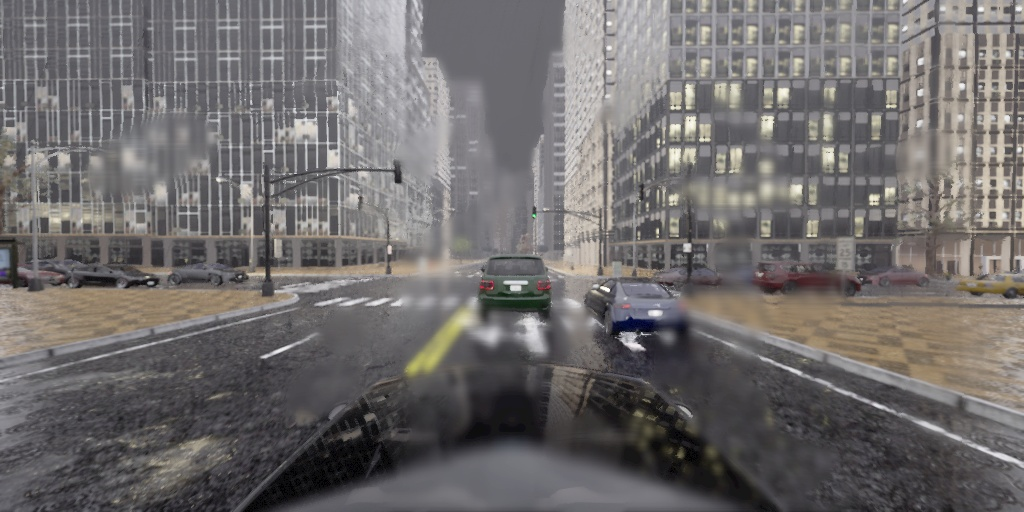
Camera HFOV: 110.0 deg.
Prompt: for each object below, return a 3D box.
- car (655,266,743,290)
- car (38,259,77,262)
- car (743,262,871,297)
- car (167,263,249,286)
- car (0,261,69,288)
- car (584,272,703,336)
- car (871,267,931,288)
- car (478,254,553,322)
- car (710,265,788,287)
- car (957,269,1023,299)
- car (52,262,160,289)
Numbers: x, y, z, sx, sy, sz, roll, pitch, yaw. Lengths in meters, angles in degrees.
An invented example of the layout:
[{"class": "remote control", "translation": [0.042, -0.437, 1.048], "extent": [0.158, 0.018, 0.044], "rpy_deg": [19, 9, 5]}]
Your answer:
[{"class": "car", "translation": [11.946, 1.393, 23.227], "extent": [5.357, 1.411, 2.033], "rpy_deg": [1, 1, 5]}, {"class": "car", "translation": [-29.436, 0.977, 23.287], "extent": [4.902, 1.511, 2.128], "rpy_deg": [1, 1, 1]}, {"class": "car", "translation": [16.192, 1.253, 19.921], "extent": [5.009, 1.841, 2.192], "rpy_deg": [0, 0, 1]}, {"class": "car", "translation": [-19.466, 1.140, 23.086], "extent": [4.181, 1.385, 1.994], "rpy_deg": [1, 1, 1]}, {"class": "car", "translation": [-28.417, 1.124, 20.579], "extent": [4.207, 1.307, 1.802], "rpy_deg": [0, 0, 1]}, {"class": "car", "translation": [3.365, 1.299, 10.340], "extent": [1.994, 1.385, 4.181], "rpy_deg": [0, 0, 1]}, {"class": "car", "translation": [26.868, 1.496, 25.519], "extent": [4.181, 1.385, 1.994], "rpy_deg": [0, 1, 1]}, {"class": "car", "translation": [0.098, 0.953, 12.292], "extent": [2.150, 2.045, 5.566], "rpy_deg": [0, 0, 0]}, {"class": "car", "translation": [16.874, 1.409, 25.684], "extent": [4.181, 1.385, 1.994], "rpy_deg": [1, 1, 1]}, {"class": "car", "translation": [27.640, 1.563, 19.725], "extent": [4.829, 1.417, 1.751], "rpy_deg": [0, 0, 1]}, {"class": "car", "translation": [-22.733, 1.159, 20.446], "extent": [4.313, 1.339, 1.948], "rpy_deg": [0, 0, 1]}]
